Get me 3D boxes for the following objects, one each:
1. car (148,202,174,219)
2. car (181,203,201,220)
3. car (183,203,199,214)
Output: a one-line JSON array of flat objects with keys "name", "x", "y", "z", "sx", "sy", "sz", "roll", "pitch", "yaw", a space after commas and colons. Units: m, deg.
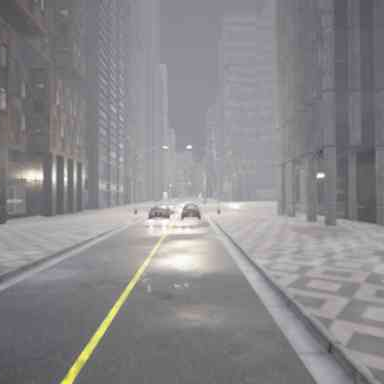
[{"name": "car", "x": -3.123, "y": 1.926, "z": 32.864, "sx": 1.994, "sy": 1.385, "sz": 4.181, "roll": 0, "pitch": -1, "yaw": 0}, {"name": "car", "x": -0.089, "y": 1.869, "z": 31.896, "sx": 1.812, "sy": 1.442, "sz": 4.674, "roll": 0, "pitch": -1, "yaw": 0}, {"name": "car", "x": -0.125, "y": 2.059, "z": 42.462, "sx": 1.895, "sy": 1.301, "sz": 4.718, "roll": 0, "pitch": -1, "yaw": 0}]
